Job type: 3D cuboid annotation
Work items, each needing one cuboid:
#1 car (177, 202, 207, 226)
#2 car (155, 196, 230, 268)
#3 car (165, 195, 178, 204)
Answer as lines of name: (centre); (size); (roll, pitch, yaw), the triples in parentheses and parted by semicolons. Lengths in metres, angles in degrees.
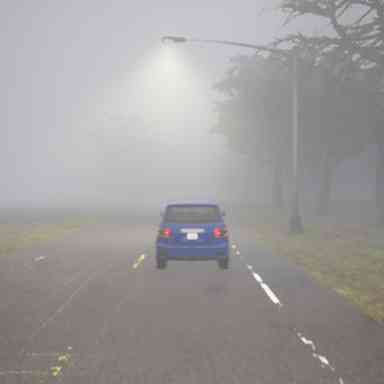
car: (0.026, 1.596, 25.462); (2.033, 1.411, 5.357); (0, 0, 1)
car: (0.034, 1.269, 11.557); (2.150, 2.045, 5.566); (0, 0, 1)
car: (-3.534, 1.325, 58.345); (1.994, 1.385, 4.181); (0, 1, 1)
